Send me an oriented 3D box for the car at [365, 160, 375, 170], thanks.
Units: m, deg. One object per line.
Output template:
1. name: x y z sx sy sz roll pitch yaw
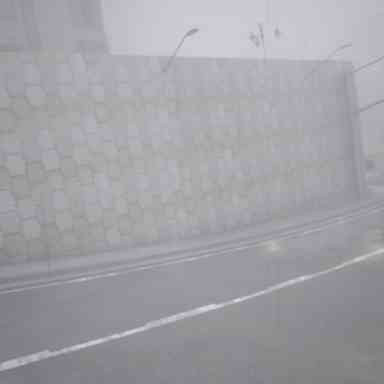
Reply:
1. car: 16.336 -2.867 34.752 1.882 1.535 5.008 -15 8 -35
